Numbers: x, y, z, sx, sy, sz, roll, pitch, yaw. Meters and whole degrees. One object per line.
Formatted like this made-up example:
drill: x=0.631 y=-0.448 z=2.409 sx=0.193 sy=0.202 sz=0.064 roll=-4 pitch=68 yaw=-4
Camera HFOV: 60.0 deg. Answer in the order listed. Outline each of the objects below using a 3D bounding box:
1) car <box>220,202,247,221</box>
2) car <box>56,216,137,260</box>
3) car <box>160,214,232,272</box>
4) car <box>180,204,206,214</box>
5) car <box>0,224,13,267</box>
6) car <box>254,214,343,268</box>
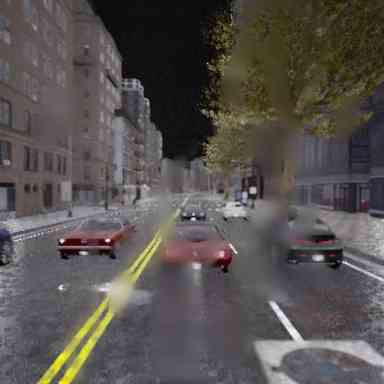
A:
car: x=3.353 y=1.534 z=27.439 sx=1.812 sy=1.442 sz=4.674 roll=0 pitch=0 yaw=0
car: x=-3.350 y=1.607 z=12.558 sx=1.895 sy=1.301 sz=4.718 roll=0 pitch=0 yaw=0
car: x=0.100 y=1.606 z=10.714 sx=1.895 sy=1.301 sz=4.718 roll=0 pitch=0 yaw=0
car: x=0.102 y=1.609 z=25.603 sx=1.895 sy=1.301 sz=4.718 roll=0 pitch=0 yaw=0
car: x=-6.600 y=1.356 z=8.417 sx=2.097 sy=1.767 sz=4.553 roll=0 pitch=0 yaw=0
car: x=3.350 y=1.509 z=11.237 sx=1.837 sy=1.490 sz=4.892 roll=0 pitch=0 yaw=0
